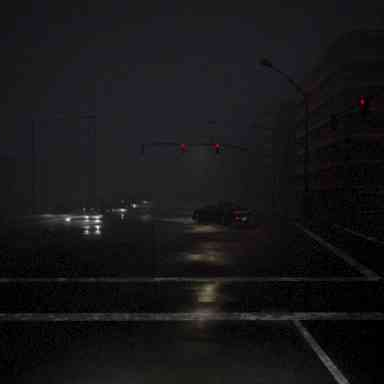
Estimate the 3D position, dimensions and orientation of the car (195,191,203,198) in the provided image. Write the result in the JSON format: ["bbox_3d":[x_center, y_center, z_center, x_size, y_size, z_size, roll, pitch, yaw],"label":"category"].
[{"bbox_3d":[1.574,0.609,75.772,1.837,1.490,4.892,0,1,1],"label":"car"}]

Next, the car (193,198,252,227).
[{"bbox_3d":[1.927,1.449,22.528,2.128,1.511,4.902,-1,1,-33],"label":"car"}]

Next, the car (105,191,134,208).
[{"bbox_3d":[-9.418,1.106,43.368,2.097,1.767,4.553,0,1,1],"label":"car"}]

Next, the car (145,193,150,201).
[{"bbox_3d":[-9.117,0.948,63.548,2.033,1.411,5.357,0,1,1],"label":"car"}]

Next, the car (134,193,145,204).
[{"bbox_3d":[-9.299,1.132,53.013,2.033,1.411,5.357,0,1,1],"label":"car"}]

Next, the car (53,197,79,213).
[{"bbox_3d":[-13.020,1.346,35.392,1.882,1.535,5.008,0,1,1],"label":"car"}]

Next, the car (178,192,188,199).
[{"bbox_3d":[-1.924,0.741,75.859,2.033,1.411,5.357,0,1,1],"label":"car"}]

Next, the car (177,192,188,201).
[{"bbox_3d":[-1.958,0.917,65.208,2.033,1.411,5.357,0,1,1],"label":"car"}]

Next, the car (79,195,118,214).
[{"bbox_3d":[-9.532,1.369,34.327,2.128,1.511,4.902,0,1,1],"label":"car"}]

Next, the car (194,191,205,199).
[{"bbox_3d":[1.452,0.711,65.726,2.097,1.767,4.553,0,1,1],"label":"car"}]
